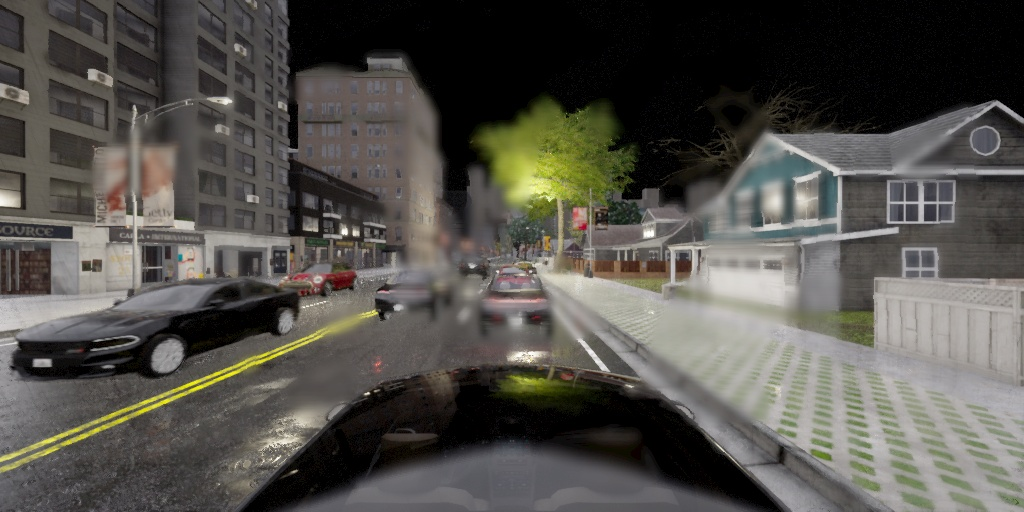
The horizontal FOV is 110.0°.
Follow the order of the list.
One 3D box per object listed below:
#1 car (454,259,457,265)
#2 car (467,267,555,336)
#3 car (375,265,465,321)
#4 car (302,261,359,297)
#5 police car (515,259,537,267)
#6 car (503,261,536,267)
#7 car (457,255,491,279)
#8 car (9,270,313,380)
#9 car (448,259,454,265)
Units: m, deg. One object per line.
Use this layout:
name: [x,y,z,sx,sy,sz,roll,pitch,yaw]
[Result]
car: [-6.534,1.191,51.634,2.128,1.511,4.902,0,0,0]
car: [0.114,1.239,10.366,2.128,1.511,4.902,0,0,0]
car: [-3.134,1.238,12.485,2.128,1.511,4.902,0,0,0]
car: [-9.828,1.094,18.599,2.097,1.767,4.553,0,0,0]
police car: [1.011,1.156,29.598,1.930,1.638,5.238,0,0,0]
car: [0.124,1.219,19.869,1.882,1.535,5.008,0,0,0]
car: [-3.113,0.951,31.349,2.150,2.045,5.566,0,0,0]
car: [-6.590,1.226,7.530,1.882,1.535,5.008,0,0,0]
car: [-9.744,1.192,61.859,1.837,1.490,4.892,0,0,0]
